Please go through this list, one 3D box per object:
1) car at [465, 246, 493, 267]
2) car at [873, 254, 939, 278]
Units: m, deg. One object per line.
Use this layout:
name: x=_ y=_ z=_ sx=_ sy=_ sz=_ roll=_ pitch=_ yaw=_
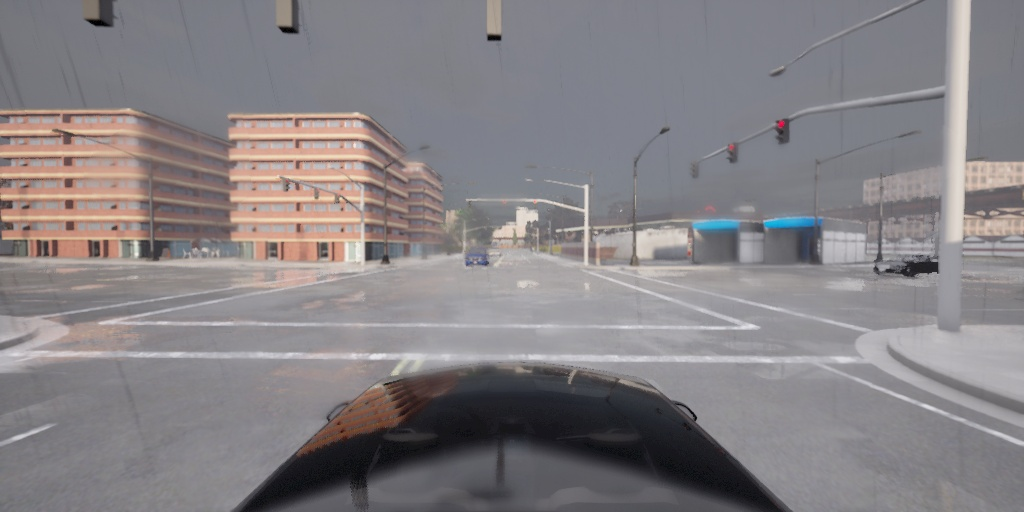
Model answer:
car: x=-3.491 y=0.136 z=36.874 sx=2.150 sy=2.045 sz=5.566 roll=0 pitch=3 yaw=0
car: x=27.061 y=0.633 z=24.155 sx=4.902 sy=1.511 sz=2.128 roll=0 pitch=2 yaw=-8
